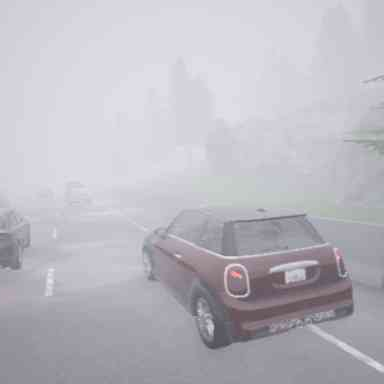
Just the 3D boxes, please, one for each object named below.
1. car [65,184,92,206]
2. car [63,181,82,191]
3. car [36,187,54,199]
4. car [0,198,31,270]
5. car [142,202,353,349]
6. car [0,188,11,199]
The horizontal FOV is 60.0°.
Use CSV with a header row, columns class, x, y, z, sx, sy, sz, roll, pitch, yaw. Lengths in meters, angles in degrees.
class,x,y,z,sx,sy,sz,roll,pitch,yaw
car,-10.028,0.368,29.556,1.812,1.442,4.674,-4,3,-21
car,-14.248,-0.312,40.146,2.150,2.045,5.566,-4,4,-21
car,-18.904,0.101,42.742,1.994,1.385,4.181,-4,3,-21
car,-5.792,1.208,9.453,1.882,1.535,5.008,-4,3,-21
car,0.496,0.978,6.065,2.097,1.767,4.553,-4,3,-21
car,-17.150,0.754,28.760,2.033,1.411,5.357,-4,3,-21
